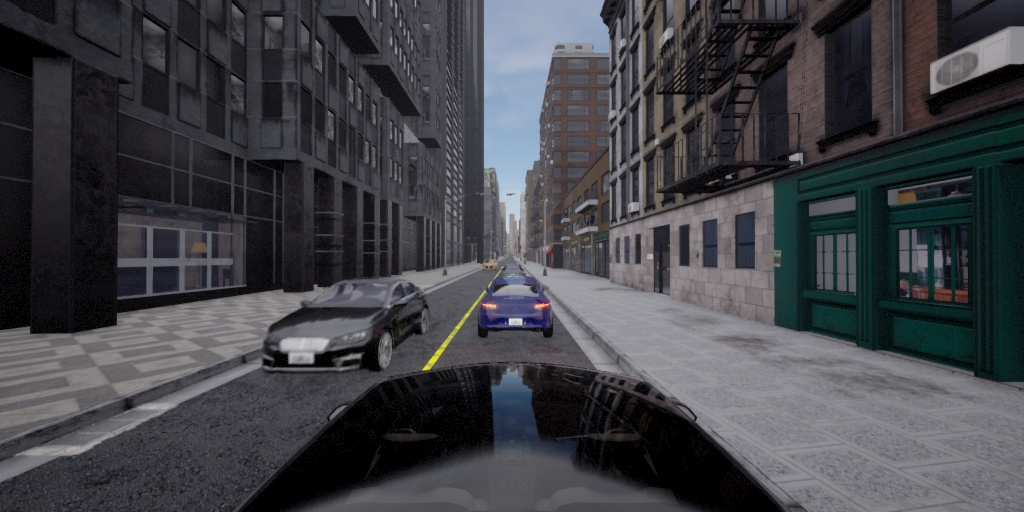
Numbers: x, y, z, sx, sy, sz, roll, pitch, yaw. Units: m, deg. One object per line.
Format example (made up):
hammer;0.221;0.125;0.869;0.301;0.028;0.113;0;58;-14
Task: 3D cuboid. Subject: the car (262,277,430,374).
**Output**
car;-3.108;1.242;7.738;2.128;1.511;4.902;0;0;0

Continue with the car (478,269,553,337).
car;0.088;1.277;10.159;1.812;1.442;4.674;0;0;0

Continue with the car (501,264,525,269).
car;0.062;1.317;28.207;1.994;1.385;4.181;0;0;0

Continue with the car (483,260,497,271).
car;-3.071;1.268;50.643;1.882;1.535;5.008;0;0;0
